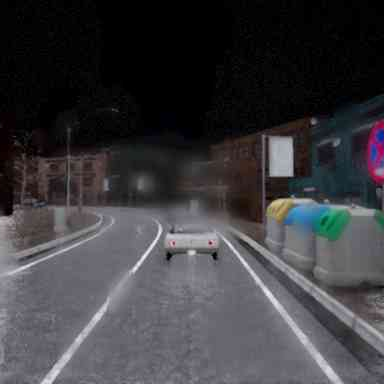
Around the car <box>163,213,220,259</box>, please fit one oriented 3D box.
[{"bbox_3d":[-0.025,1.746,13.250,1.895,1.301,4.718,0,-1,-1],"label":"car"}]

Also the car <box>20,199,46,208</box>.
[{"bbox_3d":[-27.007,1.887,56.482,4.902,1.511,2.128,0,-1,27],"label":"car"}]

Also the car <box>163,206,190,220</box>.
[{"bbox_3d":[-1.326,1.881,28.586,1.994,1.385,4.181,0,-1,-12],"label":"car"}]
